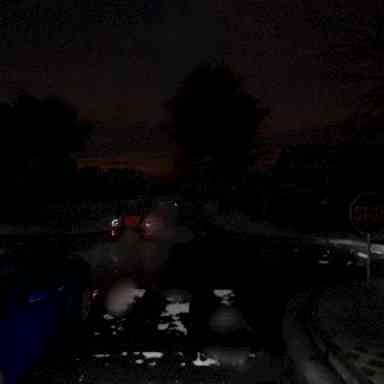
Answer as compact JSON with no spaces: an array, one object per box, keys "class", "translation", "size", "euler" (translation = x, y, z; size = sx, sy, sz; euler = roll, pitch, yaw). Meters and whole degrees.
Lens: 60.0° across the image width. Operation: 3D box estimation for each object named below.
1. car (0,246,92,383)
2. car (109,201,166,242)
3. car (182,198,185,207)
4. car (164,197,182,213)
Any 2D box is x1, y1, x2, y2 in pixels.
[{"class":"car","translation":[-2.745,1.557,4.522],"size":[1.812,1.442,4.674],"euler":[0,0,0]},{"class":"car","translation":[-2.722,1.443,17.000],"size":[2.097,1.767,4.553],"euler":[1,-1,0]},{"class":"car","translation":[-2.311,1.655,58.022],"size":[1.882,1.535,5.008],"euler":[0,0,5]},{"class":"car","translation":[-2.698,1.572,41.250],"size":[2.097,1.767,4.553],"euler":[0,0,0]}]
